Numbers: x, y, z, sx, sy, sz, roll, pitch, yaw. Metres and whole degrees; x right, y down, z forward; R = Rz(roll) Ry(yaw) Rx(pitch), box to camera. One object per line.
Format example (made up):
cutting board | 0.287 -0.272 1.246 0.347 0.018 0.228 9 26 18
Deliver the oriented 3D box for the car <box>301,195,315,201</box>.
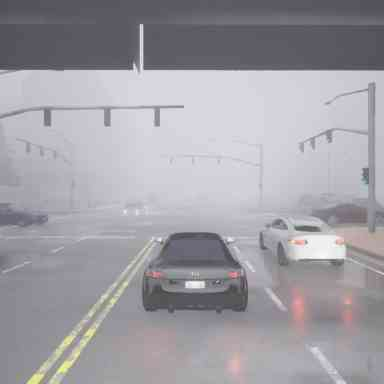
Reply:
car | 27.907 1.395 79.958 1.970 1.475 3.806 0 0 0

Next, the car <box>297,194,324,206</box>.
car | 16.640 1.153 47.408 1.932 1.855 4.605 0 0 0

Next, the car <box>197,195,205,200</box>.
car | 2.334 1.378 86.079 1.994 1.385 4.181 0 0 0

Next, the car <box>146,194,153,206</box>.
car | -8.050 1.526 55.436 1.812 1.442 4.674 0 0 0

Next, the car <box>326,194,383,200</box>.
car | 16.350 1.352 33.180 4.553 1.767 2.097 0 0 1

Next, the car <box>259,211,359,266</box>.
car | 3.581 1.526 11.385 1.812 1.442 4.674 0 0 0

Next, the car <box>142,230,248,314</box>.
car | 0.066 1.564 7.725 1.994 1.385 4.181 0 0 0

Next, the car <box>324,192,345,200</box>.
car | 19.534 1.156 47.363 1.905 1.878 3.866 0 0 0

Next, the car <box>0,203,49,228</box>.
car | -11.831 1.477 21.618 5.008 1.535 1.882 0 0 11

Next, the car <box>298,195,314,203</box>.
car | 22.186 1.395 64.838 1.970 1.475 3.806 0 0 0

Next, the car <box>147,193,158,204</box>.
car | -8.059 1.221 66.089 2.150 2.045 5.566 0 0 0

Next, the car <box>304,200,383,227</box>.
car | 10.608 1.477 22.502 5.008 1.535 1.882 0 0 0

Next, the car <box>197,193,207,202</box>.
car | 2.395 1.223 77.011 2.150 2.045 5.566 0 0 0

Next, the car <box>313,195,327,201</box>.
car | 30.802 1.364 79.966 1.784 1.438 3.905 0 0 0

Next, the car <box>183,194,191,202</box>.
car | -1.105 1.593 76.985 1.895 1.301 4.718 0 0 0

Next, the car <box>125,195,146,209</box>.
car | -7.999 1.478 46.156 1.882 1.535 5.008 0 0 0

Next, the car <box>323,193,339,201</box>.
car | 33.485 1.153 80.025 1.932 1.855 4.605 0 0 0

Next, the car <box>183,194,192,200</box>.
car | -1.166 1.351 86.056 2.128 1.511 4.902 0 0 0
